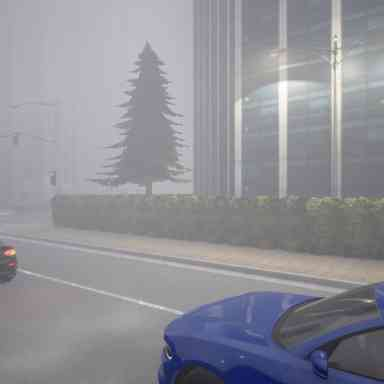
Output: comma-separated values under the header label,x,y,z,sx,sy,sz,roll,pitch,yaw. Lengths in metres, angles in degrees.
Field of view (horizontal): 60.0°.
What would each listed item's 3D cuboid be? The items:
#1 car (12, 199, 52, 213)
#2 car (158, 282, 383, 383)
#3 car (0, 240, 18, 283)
label,x,y,z,sx,sy,sz,roll,pitch,yaw
car,-17.186,1.547,37.439,2.033,1.411,5.357,0,0,36
car,1.957,1.478,2.597,5.008,1.535,1.882,0,0,36
car,-6.170,1.526,8.350,4.674,1.442,1.812,0,0,36
